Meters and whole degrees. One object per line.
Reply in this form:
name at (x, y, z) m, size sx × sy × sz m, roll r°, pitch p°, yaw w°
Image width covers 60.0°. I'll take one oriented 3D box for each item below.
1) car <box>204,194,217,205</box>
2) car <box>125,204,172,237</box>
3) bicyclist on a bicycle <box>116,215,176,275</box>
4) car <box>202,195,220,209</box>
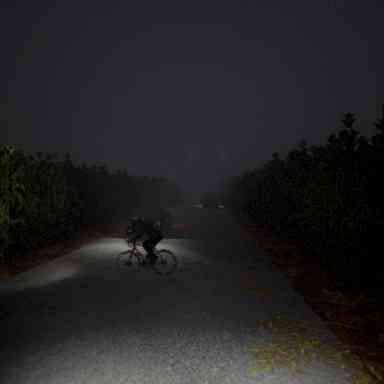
car at (2.778, 1.138, 50.460) m, size 1.882 × 1.535 × 5.008 m, roll 0°, pitch 0°, yaw 4°
car at (-2.258, 1.472, 18.334) m, size 1.882 × 1.535 × 5.008 m, roll 0°, pitch 0°, yaw 4°
bicyclist on a bicycle at (-1.254, 1.454, 8.976) m, size 1.656 × 1.620 × 0.582 m, roll -2°, pitch 0°, yaw 3°
car at (2.262, 1.269, 40.817) m, size 1.812 × 1.442 × 4.674 m, roll 0°, pitch 1°, yaw 3°
